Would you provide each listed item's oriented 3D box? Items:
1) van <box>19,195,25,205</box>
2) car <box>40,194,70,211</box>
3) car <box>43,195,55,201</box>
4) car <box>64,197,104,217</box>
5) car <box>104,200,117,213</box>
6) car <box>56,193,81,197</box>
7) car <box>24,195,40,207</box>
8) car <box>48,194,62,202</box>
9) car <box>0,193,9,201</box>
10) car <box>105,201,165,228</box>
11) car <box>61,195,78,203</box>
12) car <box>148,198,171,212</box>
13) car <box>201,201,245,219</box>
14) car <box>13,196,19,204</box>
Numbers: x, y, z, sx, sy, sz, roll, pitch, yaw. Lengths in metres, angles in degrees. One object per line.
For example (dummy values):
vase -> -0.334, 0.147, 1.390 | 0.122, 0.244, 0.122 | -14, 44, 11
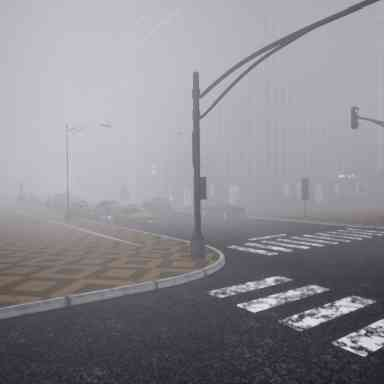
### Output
van -> -26.675, 1.303, 54.648 | 1.690, 1.788, 3.998 | -1, 1, -36
car -> -16.959, 1.429, 41.101 | 1.967, 1.590, 4.097 | -1, 1, -36
car -> -33.321, 1.332, 77.443 | 1.752, 1.417, 4.829 | -1, 1, -36
car -> -10.432, 1.533, 31.899 | 1.752, 1.417, 4.829 | -1, 1, -36
car -> -8.086, 1.503, 33.131 | 1.812, 1.442, 4.674 | -1, 1, -36
car -> -17.891, 1.130, 46.795 | 2.150, 2.045, 5.566 | -1, 1, -36
car -> -23.436, 1.411, 50.133 | 1.967, 1.590, 4.097 | -1, 1, -36
car -> -29.985, 1.256, 72.789 | 1.967, 1.590, 4.097 | -1, 1, -36
car -> -46.102, 1.449, 81.746 | 1.887, 1.381, 4.507 | -1, 1, -36
car -> -4.012, 1.552, 22.824 | 1.752, 1.417, 4.829 | -1, 1, -36
car -> -23.507, 1.386, 63.758 | 2.008, 1.369, 4.403 | -1, 1, -36
car -> -4.033, 1.329, 36.696 | 1.967, 1.590, 4.097 | -1, 1, -36
car -> 2.503, 1.455, 27.705 | 2.008, 1.369, 4.403 | -1, 1, -36
car -> -33.149, 1.494, 63.682 | 2.008, 1.369, 4.403 | -1, 1, -36
